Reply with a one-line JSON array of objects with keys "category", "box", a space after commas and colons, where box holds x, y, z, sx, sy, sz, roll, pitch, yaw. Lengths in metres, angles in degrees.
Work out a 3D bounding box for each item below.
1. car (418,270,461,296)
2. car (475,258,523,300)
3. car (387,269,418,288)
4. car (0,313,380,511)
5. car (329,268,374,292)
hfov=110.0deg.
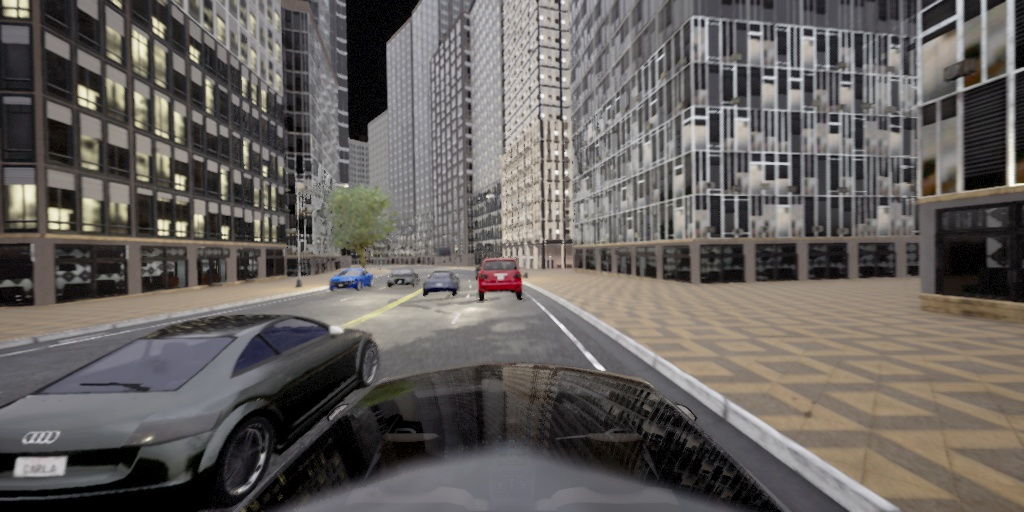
[{"category": "car", "box": [-4.197, 1.566, 21.847, 1.994, 1.385, 4.181, -1, -1, -5]}, {"category": "car", "box": [-0.715, 1.137, 19.256, 2.150, 2.045, 5.566, -1, -1, -4]}, {"category": "car", "box": [-8.301, 1.694, 27.742, 1.994, 1.385, 4.181, -1, -1, -7]}, {"category": "car", "box": [-3.194, 1.390, 4.396, 1.994, 1.385, 4.181, -1, -1, -1]}, {"category": "car", "box": [-11.305, 1.642, 25.547, 1.882, 1.535, 5.008, -1, -1, -7]}]
